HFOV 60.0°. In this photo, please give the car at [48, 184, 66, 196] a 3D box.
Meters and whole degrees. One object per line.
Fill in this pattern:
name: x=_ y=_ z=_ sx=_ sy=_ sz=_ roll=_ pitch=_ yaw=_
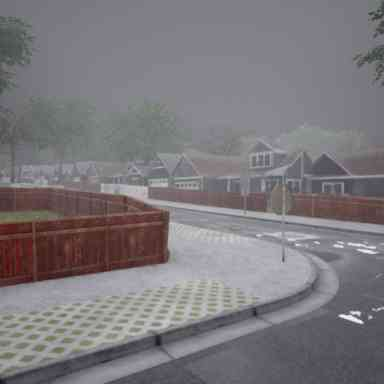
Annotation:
car: x=-18.887 y=-0.314 z=46.705 sx=1.882 sy=1.535 sz=5.008 roll=1 pitch=2 yaw=-35
